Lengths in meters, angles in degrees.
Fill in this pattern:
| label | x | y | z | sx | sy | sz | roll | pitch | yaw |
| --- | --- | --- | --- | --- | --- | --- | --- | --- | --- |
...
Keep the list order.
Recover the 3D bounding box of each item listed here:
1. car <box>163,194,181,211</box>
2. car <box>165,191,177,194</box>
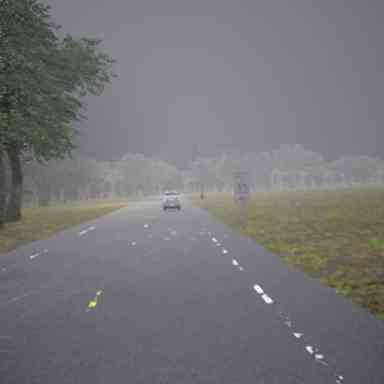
| label | x | y | z | sx | sy | sz | roll | pitch | yaw |
| --- | --- | --- | --- | --- | --- | --- | --- | --- | --- |
| car | -2.317 | 1.334 | 38.258 | 1.994 | 1.385 | 4.181 | -2 | 1 | -3 |
| car | -2.973 | 0.887 | 47.817 | 2.150 | 2.045 | 5.566 | -2 | 1 | -3 |
